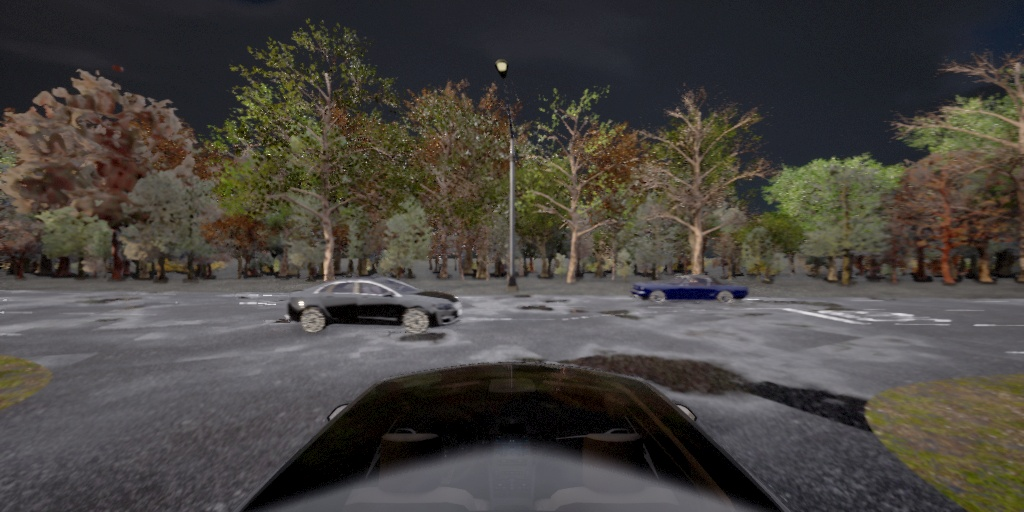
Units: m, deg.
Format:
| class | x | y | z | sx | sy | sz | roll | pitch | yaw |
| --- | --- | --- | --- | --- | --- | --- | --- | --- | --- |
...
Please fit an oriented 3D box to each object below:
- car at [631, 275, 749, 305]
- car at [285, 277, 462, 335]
| class | x | y | z | sx | sy | sz | roll | pitch | yaw |
| --- | --- | --- | --- | --- | --- | --- | --- | --- | --- |
| car | 8.077 | 1.549 | 16.697 | 4.718 | 1.301 | 1.895 | 0 | -1 | 4 |
| car | -3.958 | 1.370 | 10.532 | 4.902 | 1.511 | 2.128 | 0 | -1 | 4 |
